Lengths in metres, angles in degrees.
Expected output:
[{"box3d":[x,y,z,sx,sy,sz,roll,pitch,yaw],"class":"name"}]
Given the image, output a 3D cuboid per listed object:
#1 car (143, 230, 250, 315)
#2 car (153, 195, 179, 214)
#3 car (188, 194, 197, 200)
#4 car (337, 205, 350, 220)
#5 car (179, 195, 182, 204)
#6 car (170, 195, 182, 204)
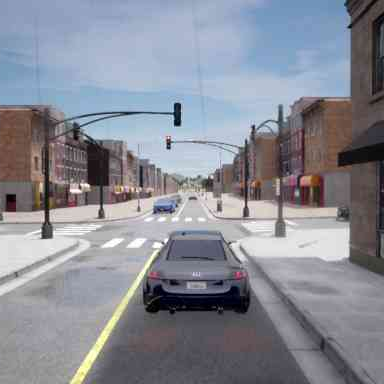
[{"box3d":[0.102,1.556,7.653,1.994,1.385,4.181,0,0,1],"class":"car"},{"box3d":[-2.780,1.357,34.083,1.882,1.535,5.008,0,0,2],"class":"car"},{"box3d":[0.152,1.197,74.192,1.895,1.301,4.718,0,0,0],"class":"car"},{"box3d":[12.201,1.072,21.910,5.008,1.535,1.882,-2,1,0],"class":"car"},{"box3d":[-2.766,1.310,44.132,2.128,1.511,4.902,0,1,0],"class":"car"},{"box3d":[-2.724,1.233,57.383,1.837,1.490,4.892,0,0,0],"class":"car"}]
